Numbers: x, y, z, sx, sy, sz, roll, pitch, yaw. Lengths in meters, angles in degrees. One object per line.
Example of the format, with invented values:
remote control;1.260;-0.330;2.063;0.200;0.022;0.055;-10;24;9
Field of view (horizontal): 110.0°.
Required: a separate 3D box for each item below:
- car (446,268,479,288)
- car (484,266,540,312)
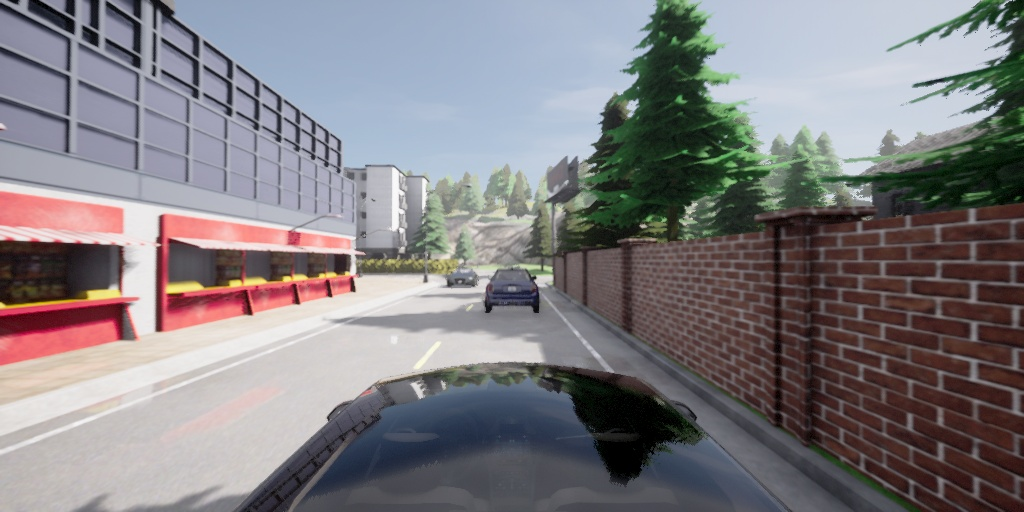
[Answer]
car;-3.527;1.586;26.404;1.994;1.385;4.181;0;-1;1
car;0.020;1.250;15.259;2.097;1.767;4.553;0;-1;0
